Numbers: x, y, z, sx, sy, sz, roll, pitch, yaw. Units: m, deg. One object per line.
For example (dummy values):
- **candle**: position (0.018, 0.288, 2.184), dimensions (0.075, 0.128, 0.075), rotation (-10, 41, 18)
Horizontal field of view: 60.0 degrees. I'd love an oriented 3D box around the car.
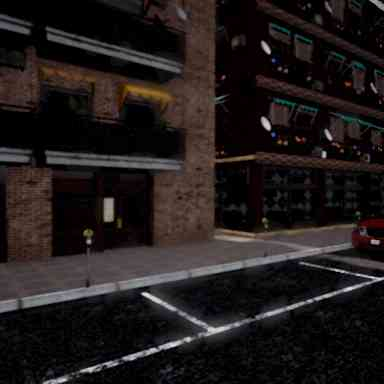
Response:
- **car**: position (8.006, 1.314, 12.284), dimensions (5.009, 1.841, 2.192), rotation (0, 0, -36)
